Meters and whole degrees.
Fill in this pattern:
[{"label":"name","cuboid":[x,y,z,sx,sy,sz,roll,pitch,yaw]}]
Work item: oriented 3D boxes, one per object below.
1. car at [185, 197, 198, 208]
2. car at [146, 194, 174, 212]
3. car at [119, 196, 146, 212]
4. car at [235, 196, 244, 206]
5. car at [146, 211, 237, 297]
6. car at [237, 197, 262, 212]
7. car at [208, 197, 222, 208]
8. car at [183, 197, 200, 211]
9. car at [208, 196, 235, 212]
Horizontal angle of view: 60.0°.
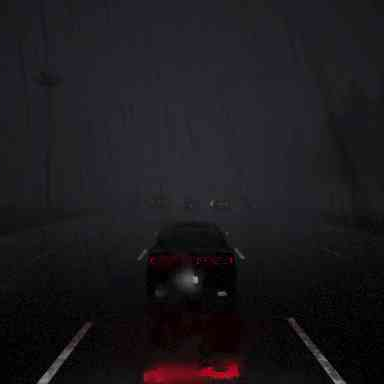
[{"label":"car","cuboid":[-0.095,1.505,49.458,1.837,1.490,4.892,0,0,0]},{"label":"car","cuboid":[-3.577,1.221,38.695,2.150,2.045,5.566,0,0,0]},{"label":"car","cuboid":[-7.077,1.547,38.626,2.033,1.411,5.357,0,0,0]},{"label":"car","cuboid":[6.903,1.352,49.233,2.097,1.767,4.553,0,0,0]},{"label":"car","cuboid":[-0.016,1.478,8.636,1.882,1.535,5.008,0,0,0]},{"label":"car","cuboid":[6.924,1.564,39.257,1.994,1.385,4.181,0,0,0]},{"label":"car","cuboid":[3.404,1.526,49.294,1.812,1.442,4.674,0,0,0]},{"label":"car","cuboid":[-0.073,1.564,39.453,1.994,1.385,4.181,0,0,0]},{"label":"car","cuboid":[3.426,1.491,39.079,2.128,1.511,4.902,0,0,0]}]
